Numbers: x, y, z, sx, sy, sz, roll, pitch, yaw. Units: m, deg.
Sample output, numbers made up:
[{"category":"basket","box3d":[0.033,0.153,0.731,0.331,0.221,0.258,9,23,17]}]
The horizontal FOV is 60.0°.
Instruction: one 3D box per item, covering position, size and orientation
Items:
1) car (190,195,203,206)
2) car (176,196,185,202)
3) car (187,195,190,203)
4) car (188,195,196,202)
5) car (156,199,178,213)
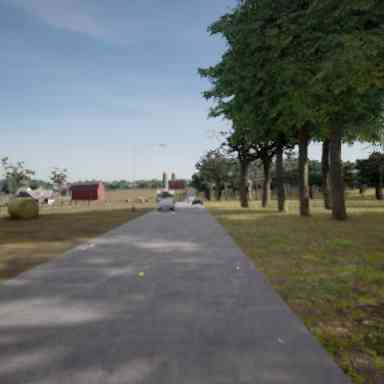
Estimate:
[{"category":"car","box3d":[0.950,1.692,59.280,1.837,1.490,4.892,0,-1,0]},{"category":"car","box3d":[-2.766,1.662,79.087,1.895,1.301,4.718,0,-1,0]},{"category":"car","box3d":[-0.016,1.814,77.902,1.812,1.442,4.674,0,-1,0]},{"category":"car","box3d":[-0.020,1.831,95.555,2.150,2.045,5.566,0,-1,0]},{"category":"car","box3d":[-2.850,1.512,37.353,1.812,1.442,4.674,0,0,0]}]
